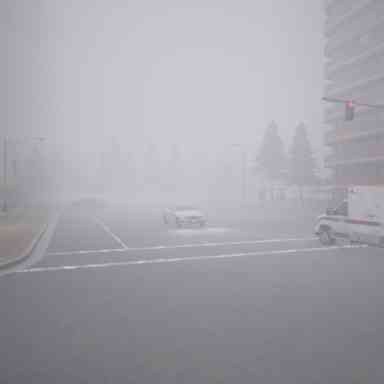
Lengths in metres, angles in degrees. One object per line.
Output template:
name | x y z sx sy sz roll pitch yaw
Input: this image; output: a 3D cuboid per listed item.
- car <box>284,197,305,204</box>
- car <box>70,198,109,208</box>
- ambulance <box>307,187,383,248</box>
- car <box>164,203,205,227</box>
car | 17.683 1.492 55.550 5.357 1.411 2.033 0 0 -20
car | -14.787 1.511 48.113 5.357 1.411 2.033 0 0 11
ambulance | 7.257 1.031 11.923 2.351 2.431 6.366 0 0 -20
car | -0.646 1.526 22.842 1.812 1.442 4.674 0 0 -20
